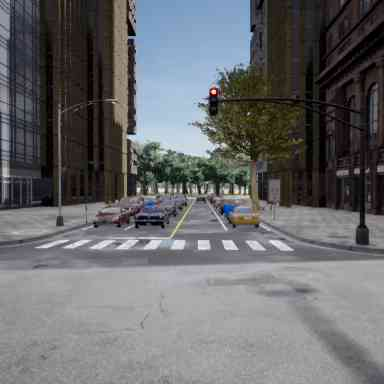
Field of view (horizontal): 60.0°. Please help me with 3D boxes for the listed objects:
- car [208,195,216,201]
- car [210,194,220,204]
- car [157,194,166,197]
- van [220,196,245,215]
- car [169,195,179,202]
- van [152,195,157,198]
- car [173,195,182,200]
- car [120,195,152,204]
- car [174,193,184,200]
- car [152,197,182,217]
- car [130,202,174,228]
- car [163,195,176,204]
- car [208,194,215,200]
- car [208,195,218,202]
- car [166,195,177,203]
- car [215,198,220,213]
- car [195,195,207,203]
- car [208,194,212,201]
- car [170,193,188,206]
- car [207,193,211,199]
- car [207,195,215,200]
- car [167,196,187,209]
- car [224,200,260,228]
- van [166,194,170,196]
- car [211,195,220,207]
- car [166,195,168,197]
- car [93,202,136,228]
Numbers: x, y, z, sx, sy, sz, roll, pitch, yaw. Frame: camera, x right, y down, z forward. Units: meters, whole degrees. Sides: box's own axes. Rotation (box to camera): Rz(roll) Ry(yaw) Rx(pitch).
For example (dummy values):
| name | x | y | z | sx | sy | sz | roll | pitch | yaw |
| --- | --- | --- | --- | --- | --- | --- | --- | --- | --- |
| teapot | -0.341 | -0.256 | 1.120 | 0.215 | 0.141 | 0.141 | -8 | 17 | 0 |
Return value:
| name | x | y | z | sx | sy | sz | roll | pitch | yaw |
| --- | --- | --- | --- | --- | --- | --- | --- | --- | --- |
| car | 4.764 | 1.429 | 78.527 | 1.802 | 1.307 | 4.206 | 0 | 0 | 1 |
| car | 4.053 | 1.471 | 50.140 | 1.887 | 1.381 | 4.507 | -1 | 0 | 1 |
| car | -4.757 | 1.269 | 38.991 | 2.192 | 1.841 | 5.009 | -1 | 0 | 1 |
| van | 3.482 | 1.316 | 27.430 | 1.690 | 1.788 | 3.998 | -1 | 0 | 1 |
| car | -3.901 | 1.446 | 73.058 | 1.802 | 1.307 | 4.206 | 0 | 0 | 1 |
| van | -4.899 | 1.306 | 33.313 | 1.690 | 1.788 | 3.998 | -1 | 0 | 1 |
| car | -3.617 | 1.375 | 84.414 | 1.887 | 1.381 | 4.507 | 0 | 0 | 1 |
| car | -5.042 | 1.290 | 27.635 | 2.192 | 1.841 | 5.009 | -1 | 0 | 1 |
| car | -3.477 | 1.128 | 90.091 | 2.192 | 1.841 | 5.009 | 0 | 0 | 1 |
| car | -2.269 | 1.474 | 31.223 | 1.837 | 1.490 | 4.892 | 0 | 0 | 2 |
| car | -2.508 | 1.584 | 21.887 | 1.895 | 1.301 | 4.718 | 0 | 0 | 2 |
| car | -4.187 | 1.336 | 61.702 | 1.967 | 1.590 | 4.097 | 0 | 0 | 1 |
| car | 4.909 | 1.355 | 84.374 | 1.752 | 1.417 | 4.829 | 0 | 0 | 1 |
| car | 4.621 | 1.415 | 72.849 | 2.008 | 1.369 | 4.403 | 0 | 0 | 1 |
| car | -4.044 | 1.425 | 67.380 | 1.887 | 1.381 | 4.507 | 0 | 0 | 1 |
| car | 3.626 | 1.531 | 33.108 | 1.947 | 1.339 | 4.313 | -1 | 0 | 1 |
| car | 1.791 | 1.389 | 65.894 | 1.837 | 1.490 | 4.892 | 0 | 0 | 1 |
| car | 4.195 | 1.462 | 55.817 | 2.008 | 1.369 | 4.403 | -1 | 0 | 1 |
| car | -1.744 | 1.277 | 50.634 | 2.097 | 1.767 | 4.553 | 0 | 0 | 2 |
| car | 4.335 | 1.211 | 61.494 | 2.192 | 1.841 | 5.009 | -1 | 0 | 1 |
| car | 5.048 | 1.379 | 89.881 | 1.947 | 1.339 | 4.313 | 0 | 0 | 1 |
| car | -2.032 | 1.551 | 40.530 | 1.895 | 1.301 | 4.718 | 0 | 0 | 2 |
| car | 3.346 | 1.508 | 21.922 | 1.752 | 1.417 | 4.829 | -1 | 0 | 1 |
| van | -4.330 | 1.252 | 56.024 | 1.690 | 1.788 | 3.998 | 0 | 0 | 1 |
| car | 3.915 | 1.465 | 44.633 | 1.752 | 1.417 | 4.829 | -1 | 0 | 1 |
| car | -4.612 | 1.491 | 44.669 | 2.008 | 1.369 | 4.403 | -1 | 0 | 1 |
| car | -5.181 | 1.565 | 21.956 | 1.802 | 1.307 | 4.206 | -1 | 0 | 1 |
